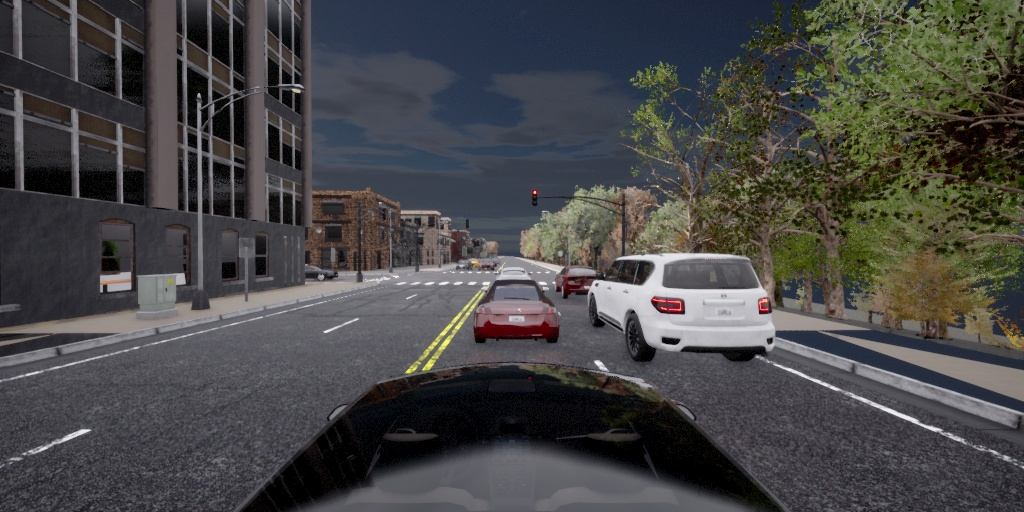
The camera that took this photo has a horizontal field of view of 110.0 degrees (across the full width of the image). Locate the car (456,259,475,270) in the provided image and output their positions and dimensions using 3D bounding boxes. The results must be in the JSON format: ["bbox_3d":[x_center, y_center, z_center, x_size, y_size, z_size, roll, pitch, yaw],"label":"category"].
[{"bbox_3d":[-6.717,1.234,50.721,2.128,1.511,4.902,0,0,1],"label":"car"}]

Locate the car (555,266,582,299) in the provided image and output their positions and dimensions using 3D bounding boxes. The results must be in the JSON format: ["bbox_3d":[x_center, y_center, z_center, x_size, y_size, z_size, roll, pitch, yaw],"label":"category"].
[{"bbox_3d":[3.316,1.224,18.193,1.882,1.535,5.008,0,0,1],"label":"car"}]

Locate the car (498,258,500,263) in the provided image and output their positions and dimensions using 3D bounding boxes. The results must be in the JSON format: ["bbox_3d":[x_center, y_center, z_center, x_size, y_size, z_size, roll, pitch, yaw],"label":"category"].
[{"bbox_3d":[-3.521,1.342,61.937,1.895,1.301,4.718,0,0,0],"label":"car"}]

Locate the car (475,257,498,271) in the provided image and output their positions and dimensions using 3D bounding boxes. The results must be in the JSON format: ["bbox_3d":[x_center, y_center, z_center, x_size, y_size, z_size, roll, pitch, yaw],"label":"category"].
[{"bbox_3d":[-3.471,1.094,49.424,2.097,1.767,4.553,0,0,0],"label":"car"}]

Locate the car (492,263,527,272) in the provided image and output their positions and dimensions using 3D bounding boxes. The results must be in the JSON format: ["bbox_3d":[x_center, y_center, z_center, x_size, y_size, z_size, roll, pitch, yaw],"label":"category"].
[{"bbox_3d":[0.060,1.273,18.418,1.812,1.442,4.674,0,0,-2],"label":"car"}]

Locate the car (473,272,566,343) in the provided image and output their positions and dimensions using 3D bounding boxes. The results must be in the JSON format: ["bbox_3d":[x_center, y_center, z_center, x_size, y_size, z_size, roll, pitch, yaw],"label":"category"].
[{"bbox_3d":[0.084,1.312,9.674,1.994,1.385,4.181,0,0,0],"label":"car"}]

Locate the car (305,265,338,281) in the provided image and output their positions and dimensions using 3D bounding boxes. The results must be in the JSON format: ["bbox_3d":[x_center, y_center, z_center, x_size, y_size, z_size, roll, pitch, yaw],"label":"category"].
[{"bbox_3d":[-18.563,1.529,32.875,4.892,1.490,1.837,-1,1,-2],"label":"car"}]

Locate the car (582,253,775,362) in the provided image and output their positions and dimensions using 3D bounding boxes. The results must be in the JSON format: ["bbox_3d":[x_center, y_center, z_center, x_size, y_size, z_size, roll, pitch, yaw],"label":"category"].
[{"bbox_3d":[3.341,0.970,8.359,2.150,2.045,5.566,0,0,0],"label":"car"}]
